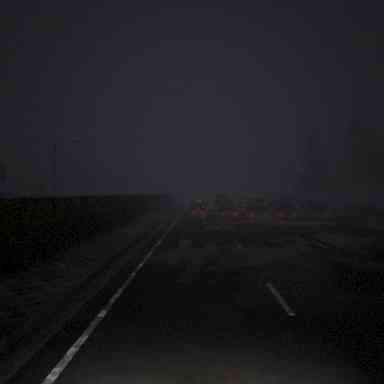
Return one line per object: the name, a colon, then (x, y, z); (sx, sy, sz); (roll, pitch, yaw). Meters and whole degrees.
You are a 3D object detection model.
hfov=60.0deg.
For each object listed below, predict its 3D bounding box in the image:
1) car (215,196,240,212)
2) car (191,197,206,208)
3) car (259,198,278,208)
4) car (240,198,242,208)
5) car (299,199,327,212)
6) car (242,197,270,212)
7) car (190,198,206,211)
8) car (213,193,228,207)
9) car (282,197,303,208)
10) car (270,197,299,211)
car: (4.244, 1.538, 40.370); (1.882, 1.535, 5.008); (0, 0, 1)
car: (0.928, 1.566, 50.022); (2.128, 1.511, 4.902); (0, 0, 1)
car: (11.426, 1.639, 49.821); (1.994, 1.385, 4.181); (0, 0, 1)
car: (7.926, 1.566, 49.888); (2.128, 1.511, 4.902); (0, 0, 1)
car: (14.750, 1.539, 40.586); (1.882, 1.535, 5.008); (0, 0, 1)
car: (7.750, 1.413, 40.690); (2.097, 1.767, 4.553); (0, 0, 1)
car: (0.753, 1.662, 40.883); (1.895, 1.301, 4.718); (0, 0, 1)
car: (4.428, 1.296, 49.985); (2.150, 2.045, 5.566); (0, 0, 1)
car: (14.925, 1.580, 49.754); (1.837, 1.490, 4.892); (0, 0, 1)
car: (11.265, 1.414, 41.423); (2.097, 1.767, 4.553); (0, 0, 1)
